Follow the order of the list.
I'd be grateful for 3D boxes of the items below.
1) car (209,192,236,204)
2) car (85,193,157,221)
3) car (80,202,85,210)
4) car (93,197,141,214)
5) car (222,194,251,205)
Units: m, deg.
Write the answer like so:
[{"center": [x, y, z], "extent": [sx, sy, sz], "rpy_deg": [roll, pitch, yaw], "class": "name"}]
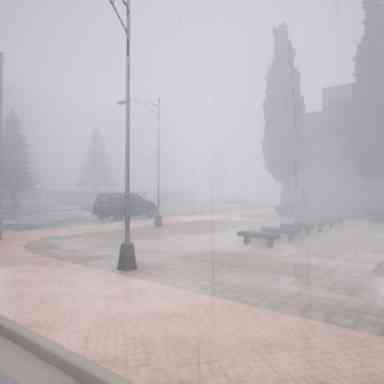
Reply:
[{"center": [4.678, 1.273, 55.648], "extent": [2.128, 1.511, 4.902], "rpy_deg": [1, 0, 38], "class": "car"}, {"center": [-5.082, 1.076, 25.874], "extent": [2.150, 2.045, 5.566], "rpy_deg": [1, 0, 39], "class": "car"}, {"center": [-9.983, 1.281, 36.875], "extent": [1.837, 1.490, 4.892], "rpy_deg": [1, 0, 38], "class": "car"}, {"center": [-7.625, 1.329, 34.176], "extent": [1.812, 1.442, 4.674], "rpy_deg": [1, 0, 37], "class": "car"}, {"center": [7.102, 1.370, 53.073], "extent": [1.994, 1.385, 4.181], "rpy_deg": [1, 0, 38], "class": "car"}]
